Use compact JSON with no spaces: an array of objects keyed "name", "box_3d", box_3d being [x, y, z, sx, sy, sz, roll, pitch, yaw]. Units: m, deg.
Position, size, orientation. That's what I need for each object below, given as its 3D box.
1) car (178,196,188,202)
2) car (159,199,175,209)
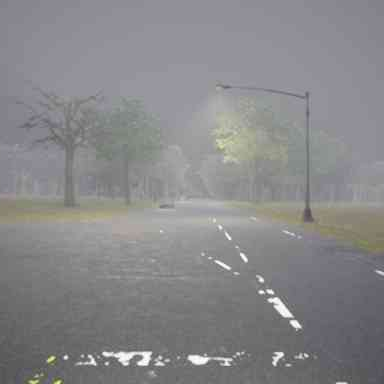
[{"name":"car","box_3d":[-2.277,1.806,85.173,2.128,1.511,4.902,0,0,6]},{"name":"car","box_3d":[-3.437,1.673,46.283,1.994,1.385,4.181,0,0,0]}]
